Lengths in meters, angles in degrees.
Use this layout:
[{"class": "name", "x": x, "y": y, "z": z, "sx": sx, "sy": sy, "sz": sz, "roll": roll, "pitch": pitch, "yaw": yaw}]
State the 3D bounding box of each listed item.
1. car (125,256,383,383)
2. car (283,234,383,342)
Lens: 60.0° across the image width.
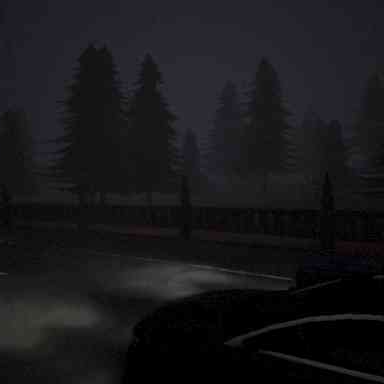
[{"class": "car", "x": 1.562, "y": 1.481, "z": 2.722, "sx": 4.902, "sy": 1.511, "sz": 2.128, "roll": 0, "pitch": 0, "yaw": 35}, {"class": "car", "x": 4.065, "y": 1.581, "z": 5.250, "sx": 4.718, "sy": 1.301, "sz": 1.895, "roll": 0, "pitch": 0, "yaw": 35}]
